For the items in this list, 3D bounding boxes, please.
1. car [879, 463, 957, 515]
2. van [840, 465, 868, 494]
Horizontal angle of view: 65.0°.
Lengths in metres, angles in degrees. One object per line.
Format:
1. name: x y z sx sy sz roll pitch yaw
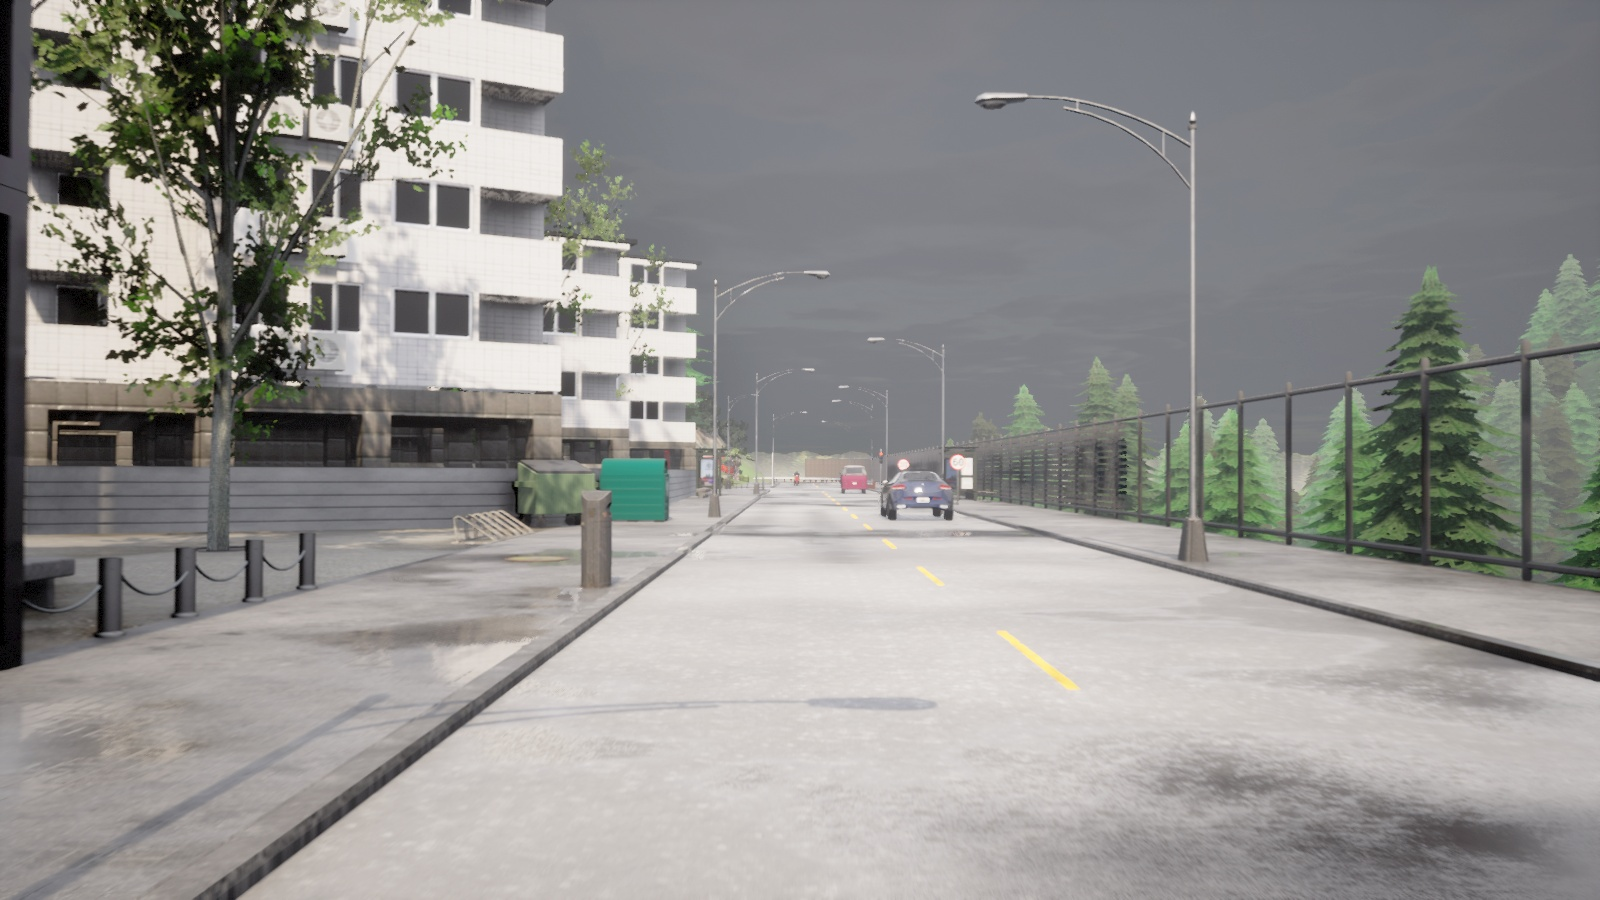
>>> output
1. car: 3.889 1.286 42.333 2.152 1.651 5.027 0 -1 0
2. van: 3.769 2.035 88.576 1.775 1.987 4.442 0 -1 0
